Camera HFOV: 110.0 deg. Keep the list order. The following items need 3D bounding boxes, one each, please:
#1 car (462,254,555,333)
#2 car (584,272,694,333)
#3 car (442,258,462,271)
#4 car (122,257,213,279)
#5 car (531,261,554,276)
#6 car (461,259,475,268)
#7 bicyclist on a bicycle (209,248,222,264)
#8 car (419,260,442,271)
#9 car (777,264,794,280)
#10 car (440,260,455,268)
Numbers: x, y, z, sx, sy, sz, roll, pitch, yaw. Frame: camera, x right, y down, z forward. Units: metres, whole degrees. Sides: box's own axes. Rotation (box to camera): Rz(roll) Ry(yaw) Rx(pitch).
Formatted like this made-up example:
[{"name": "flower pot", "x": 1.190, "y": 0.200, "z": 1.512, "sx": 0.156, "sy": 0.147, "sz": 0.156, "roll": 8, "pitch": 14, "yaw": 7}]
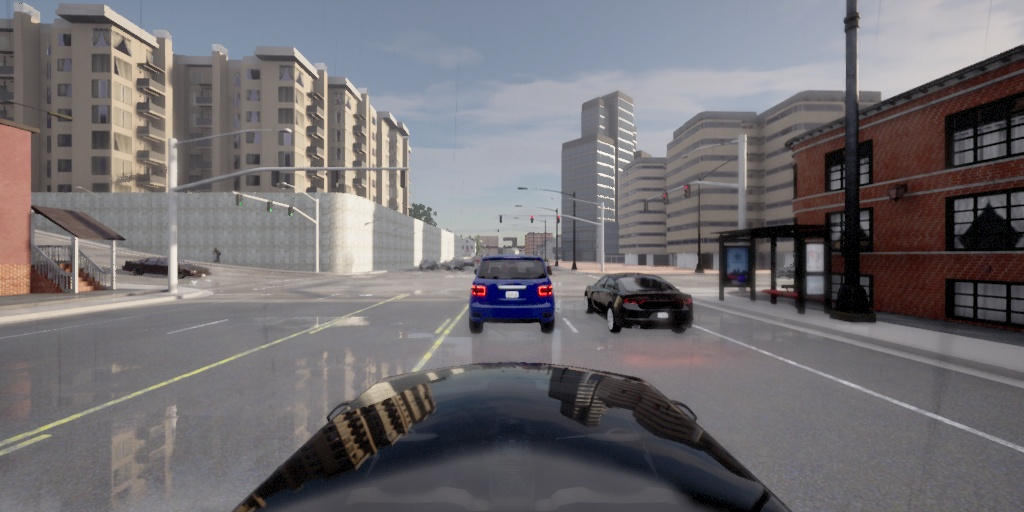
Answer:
[{"name": "car", "x": -0.007, "y": 0.970, "z": 10.858, "sx": 2.150, "sy": 2.045, "sz": 5.566, "roll": 0, "pitch": 0, "yaw": 0}, {"name": "car", "x": 3.494, "y": 1.226, "z": 10.798, "sx": 1.882, "sy": 1.535, "sz": 5.008, "roll": 0, "pitch": 0, "yaw": 0}, {"name": "car", "x": -7.523, "y": 1.234, "z": 47.710, "sx": 2.128, "sy": 1.511, "sz": 4.902, "roll": 0, "pitch": 0, "yaw": 0}, {"name": "car", "x": -25.631, "y": 0.833, "z": 26.738, "sx": 5.357, "sy": 1.411, "sz": 2.033, "roll": 5, "pitch": 0, "yaw": -1}, {"name": "car", "x": 3.252, "y": 1.293, "z": 39.073, "sx": 2.033, "sy": 1.411, "sz": 5.357, "roll": 0, "pitch": 0, "yaw": -1}, {"name": "car", "x": -7.640, "y": 1.218, "z": 62.907, "sx": 1.882, "sy": 1.535, "sz": 5.008, "roll": 0, "pitch": 0, "yaw": 0}, {"name": "bicyclist on a bicycle", "x": -31.073, "y": 0.024, "z": 37.679, "sx": 0.582, "sy": 1.620, "sz": 1.656, "roll": 6, "pitch": 0, "yaw": 0}, {"name": "car", "x": -11.021, "y": 1.235, "z": 47.714, "sx": 2.128, "sy": 1.511, "sz": 4.902, "roll": 0, "pitch": 0, "yaw": 0}, {"name": "car", "x": 25.194, "y": 1.272, "z": 31.064, "sx": 4.674, "sy": 1.442, "sz": 1.812, "roll": 0, "pitch": 0, "yaw": -1}, {"name": "car", "x": -11.131, "y": 1.342, "z": 62.147, "sx": 1.895, "sy": 1.301, "sz": 4.718, "roll": 0, "pitch": 0, "yaw": 0}]
